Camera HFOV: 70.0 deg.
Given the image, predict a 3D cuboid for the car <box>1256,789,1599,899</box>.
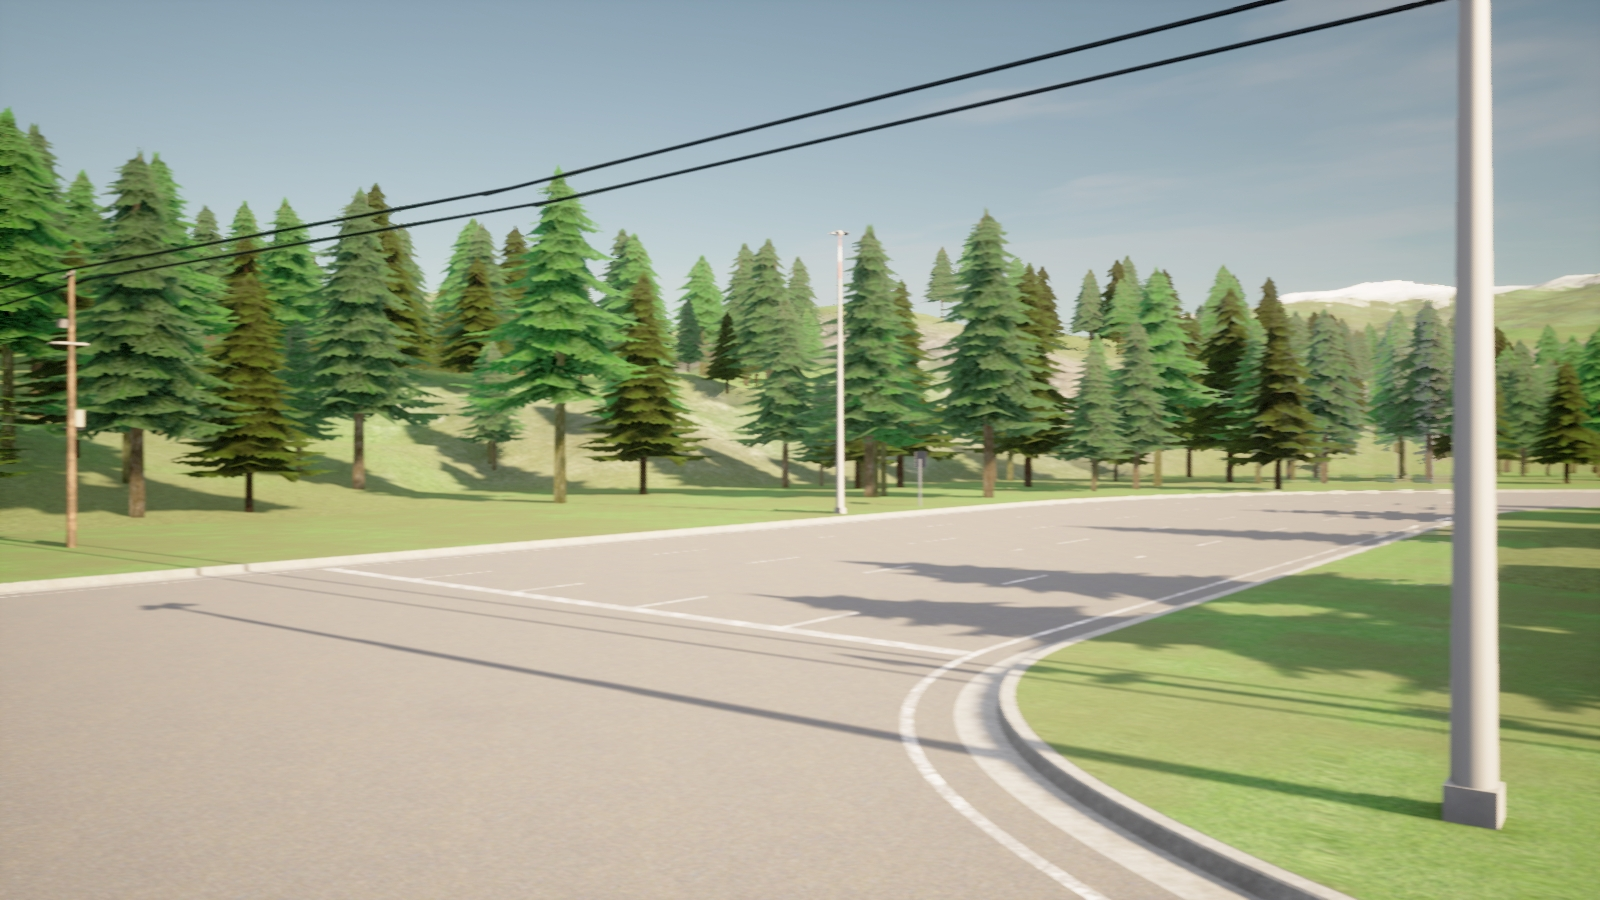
[{"bbox_3d":[3.390,1.980,1.538,5.238,1.638,2.097,0,0,35],"label":"car"}]
